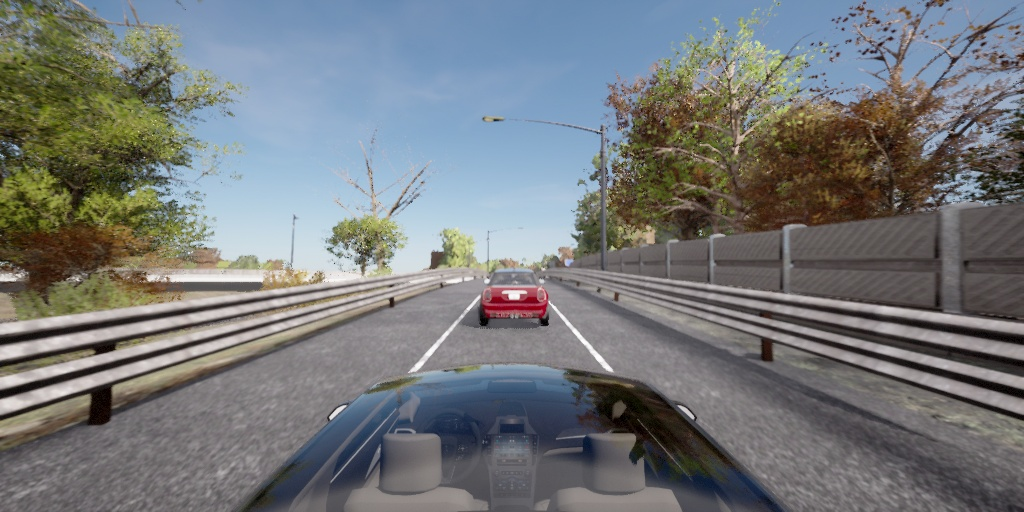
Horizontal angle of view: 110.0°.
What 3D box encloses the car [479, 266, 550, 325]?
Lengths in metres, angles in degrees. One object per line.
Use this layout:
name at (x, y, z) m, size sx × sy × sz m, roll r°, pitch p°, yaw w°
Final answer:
car at (0.078, 1.220, 12.482) m, size 2.097 × 1.767 × 4.553 m, roll 0°, pitch -1°, yaw 0°
